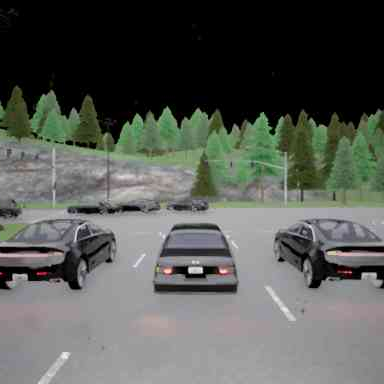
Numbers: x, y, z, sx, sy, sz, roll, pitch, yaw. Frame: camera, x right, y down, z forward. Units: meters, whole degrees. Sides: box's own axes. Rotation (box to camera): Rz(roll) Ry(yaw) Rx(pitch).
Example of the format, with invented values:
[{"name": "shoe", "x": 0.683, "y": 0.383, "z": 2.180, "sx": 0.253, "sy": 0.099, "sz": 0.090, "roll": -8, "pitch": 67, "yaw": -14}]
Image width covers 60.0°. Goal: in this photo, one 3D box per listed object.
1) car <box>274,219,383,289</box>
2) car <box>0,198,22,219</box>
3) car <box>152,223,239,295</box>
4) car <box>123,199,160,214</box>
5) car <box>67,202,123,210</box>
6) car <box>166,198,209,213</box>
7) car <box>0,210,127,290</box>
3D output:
[{"name": "car", "x": 3.600, "y": 1.480, "z": 9.132, "sx": 2.128, "sy": 1.511, "sz": 4.902, "roll": 0, "pitch": 0, "yaw": 1}, {"name": "car", "x": -16.417, "y": 1.318, "z": 26.951, "sx": 4.553, "sy": 1.767, "sz": 2.097, "roll": 0, "pitch": 0, "yaw": -13}, {"name": "car", "x": 0.099, "y": 1.536, "z": 8.856, "sx": 2.033, "sy": 1.411, "sz": 5.357, "roll": 0, "pitch": 0, "yaw": 1}, {"name": "car", "x": -5.666, "y": 1.448, "z": 34.295, "sx": 4.902, "sy": 1.511, "sz": 2.128, "roll": 0, "pitch": 0, "yaw": 18}, {"name": "car", "x": -9.327, "y": 1.561, "z": 31.489, "sx": 4.718, "sy": 1.301, "sz": 1.895, "roll": 0, "pitch": 0, "yaw": 6}, {"name": "car", "x": -0.553, "y": 1.460, "z": 36.072, "sx": 4.892, "sy": 1.490, "sz": 1.837, "roll": 0, "pitch": -1, "yaw": 28}, {"name": "car", "x": -3.402, "y": 1.480, "z": 9.037, "sx": 2.128, "sy": 1.511, "sz": 4.902, "roll": 0, "pitch": 0, "yaw": 0}]
